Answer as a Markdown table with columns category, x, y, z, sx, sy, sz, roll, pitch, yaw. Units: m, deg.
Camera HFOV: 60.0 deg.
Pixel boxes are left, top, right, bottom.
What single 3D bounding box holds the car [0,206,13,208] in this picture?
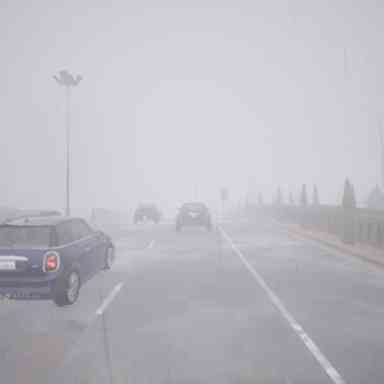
| category | x | y | z | sx | sy | sz | roll | pitch | yaw |
| --- | --- | --- | --- | --- | --- | --- | --- | --- | --- |
| car | -20.997 | 2.278 | 36.891 | 1.837 | 1.490 | 4.892 | 0 | -4 | 0 |

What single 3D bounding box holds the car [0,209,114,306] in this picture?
| category | x | y | z | sx | sy | sz | roll | pitch | yaw |
| --- | --- | --- | --- | --- | --- | --- | --- | --- | --- |
| car | -3.399 | 1.371 | 8.242 | 2.097 | 1.767 | 4.553 | 0 | 0 | 0 |

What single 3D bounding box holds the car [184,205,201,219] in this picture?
| category | x | y | z | sx | sy | sz | roll | pitch | yaw |
| --- | --- | --- | --- | --- | --- | --- | --- | --- | --- |
| car | 0.103 | 2.392 | 39.448 | 1.882 | 1.535 | 5.008 | 0 | -5 | 0 |

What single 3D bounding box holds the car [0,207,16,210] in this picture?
| category | x | y | z | sx | sy | sz | roll | pitch | yaw |
| --- | --- | --- | --- | --- | --- | --- | --- | --- | --- |
| car | -6.899 | 1.539 | 15.310 | 1.837 | 1.490 | 4.892 | 0 | 0 | 0 |

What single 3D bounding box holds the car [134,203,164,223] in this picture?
| category | x | y | z | sx | sy | sz | roll | pitch | yaw |
| --- | --- | --- | --- | --- | --- | --- | --- | --- | --- |
| car | -3.397 | 1.657 | 26.307 | 1.837 | 1.490 | 4.892 | 0 | -2 | 0 |

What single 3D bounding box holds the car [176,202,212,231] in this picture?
| category | x | y | z | sx | sy | sz | roll | pitch | yaw |
| --- | --- | --- | --- | --- | --- | --- | --- | --- | --- |
| car | 0.102 | 1.409 | 21.316 | 2.097 | 1.767 | 4.553 | 0 | 0 | 0 |
